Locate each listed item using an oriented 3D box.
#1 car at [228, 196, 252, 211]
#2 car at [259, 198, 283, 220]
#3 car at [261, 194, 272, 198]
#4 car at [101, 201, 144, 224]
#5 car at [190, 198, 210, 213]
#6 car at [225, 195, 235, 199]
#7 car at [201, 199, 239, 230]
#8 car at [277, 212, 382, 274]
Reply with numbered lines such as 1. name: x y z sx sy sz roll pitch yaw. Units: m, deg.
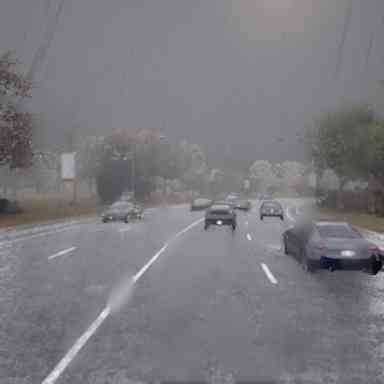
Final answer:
1. car: 5.799 1.477 38.882 1.994 1.385 4.181 0 0 16
2. car: 6.589 1.495 27.708 2.033 1.411 5.357 0 0 12
3. car: 16.382 1.208 73.449 1.837 1.490 4.892 0 0 30
4. car: -4.895 1.419 24.113 1.837 1.490 4.892 0 0 10
5. car: 1.154 1.379 35.926 1.882 1.535 5.008 0 0 15
6. car: 7.624 1.366 64.204 1.812 1.442 4.674 0 0 25
7. car: 1.881 1.453 21.025 1.837 1.490 4.892 0 0 8
8. car: 4.177 1.548 10.574 1.994 1.385 4.181 0 0 4
